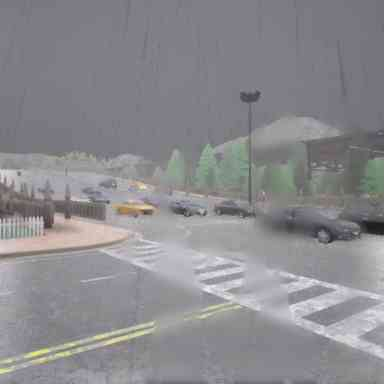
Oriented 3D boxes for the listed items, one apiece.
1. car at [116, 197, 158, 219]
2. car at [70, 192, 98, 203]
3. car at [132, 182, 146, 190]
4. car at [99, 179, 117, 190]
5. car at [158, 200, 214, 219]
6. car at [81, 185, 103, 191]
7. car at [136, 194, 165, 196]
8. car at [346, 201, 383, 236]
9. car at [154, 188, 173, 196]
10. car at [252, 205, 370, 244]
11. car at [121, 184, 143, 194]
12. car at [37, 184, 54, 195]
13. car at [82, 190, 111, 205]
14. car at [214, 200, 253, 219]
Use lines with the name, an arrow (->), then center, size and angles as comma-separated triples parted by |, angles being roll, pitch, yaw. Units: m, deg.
car -> -5.153, 1.470, 29.946 | 1.882, 1.535, 5.008 | 0, 0, -37
car -> -13.788, 1.172, 41.349 | 1.812, 1.442, 4.674 | 0, 3, -37
car -> -11.950, -1.425, 74.018 | 1.882, 1.535, 5.008 | 0, 7, -37
car -> -17.648, -1.706, 69.989 | 2.150, 2.045, 5.566 | 0, 7, -37
car -> -0.640, 1.486, 29.790 | 2.128, 1.511, 4.902 | 0, 0, -37
car -> -17.901, -0.198, 58.595 | 1.895, 1.301, 4.718 | 0, 7, -36
car -> -5.173, 1.370, 41.558 | 1.837, 1.490, 4.892 | 0, 2, -37
car -> 9.536, 1.352, 16.397 | 2.097, 1.767, 4.553 | 0, 0, -37
car -> -5.686, -0.126, 65.843 | 2.128, 1.511, 4.902 | 0, 7, -37
car -> 5.474, 1.505, 15.958 | 1.837, 1.490, 4.892 | 0, 0, -37
car -> -11.528, -0.064, 61.964 | 1.895, 1.301, 4.718 | 0, 7, -37
car -> -24.603, -0.512, 55.894 | 1.882, 1.535, 5.008 | 0, 7, -37
car -> -13.088, 0.978, 46.236 | 2.033, 1.411, 5.357 | 0, 4, -37
car -> 3.918, 1.501, 29.578 | 1.837, 1.490, 4.892 | 0, 0, -37
